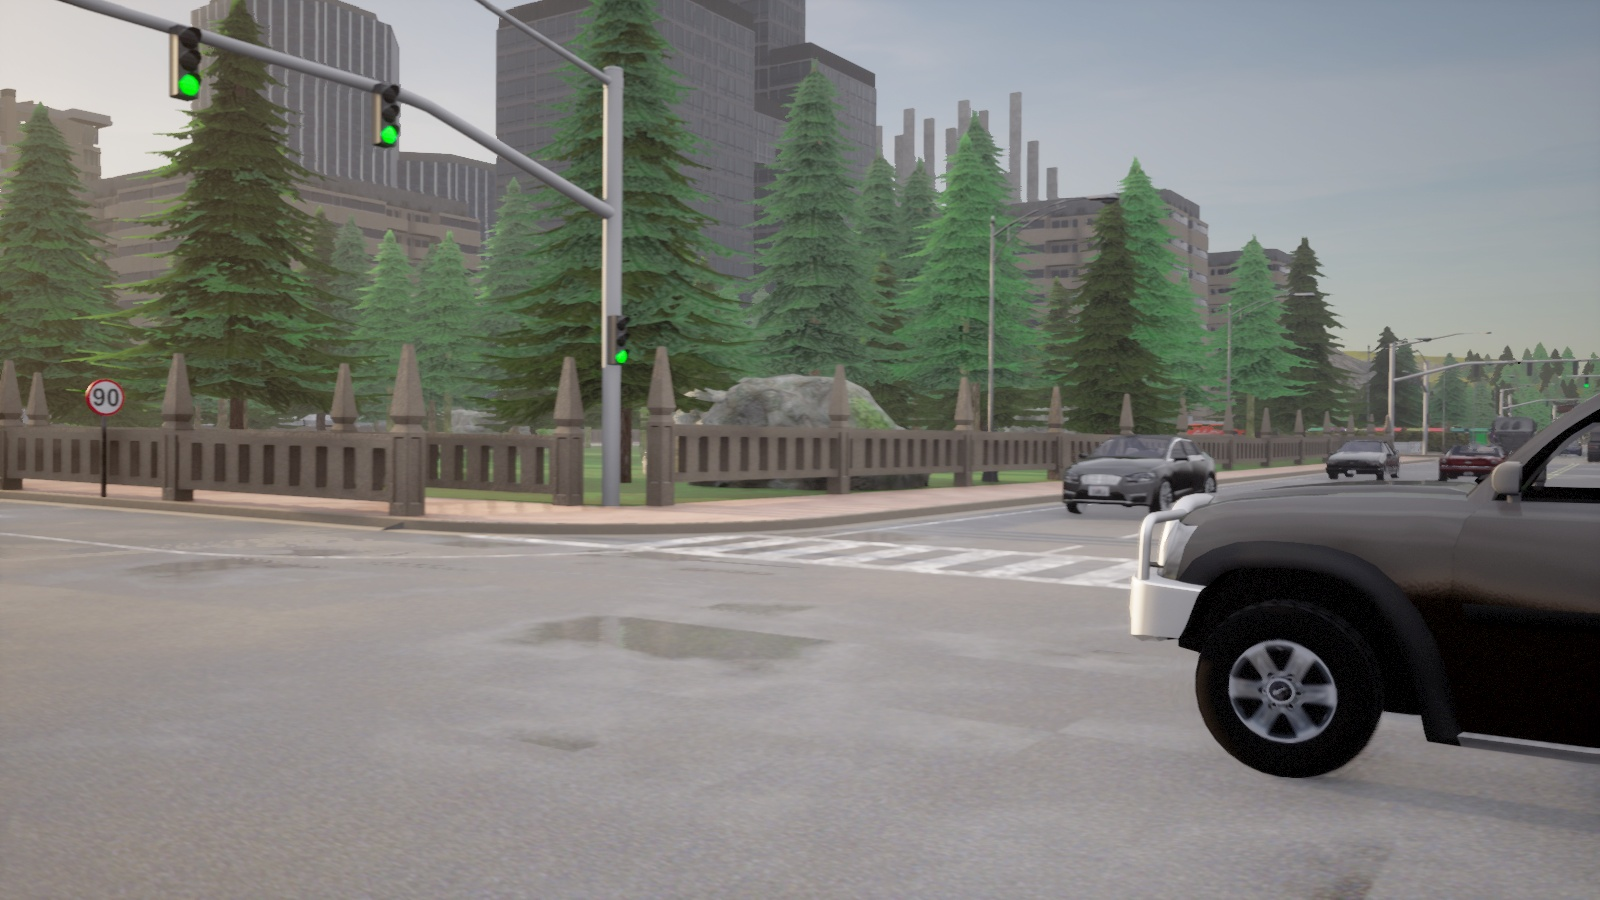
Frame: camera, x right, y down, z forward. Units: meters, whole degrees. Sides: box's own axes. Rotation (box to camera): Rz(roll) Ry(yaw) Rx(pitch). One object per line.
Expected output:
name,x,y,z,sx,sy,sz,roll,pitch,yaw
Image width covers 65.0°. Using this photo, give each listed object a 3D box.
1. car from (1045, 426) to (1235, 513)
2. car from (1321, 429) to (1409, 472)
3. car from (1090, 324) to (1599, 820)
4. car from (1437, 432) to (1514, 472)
car,6.700,0.295,24.326,2.128,1.511,4.902,0,1,33
car,20.316,-0.020,45.034,2.033,1.411,5.357,0,1,33
car,3.789,0.441,5.304,4.605,1.855,1.932,0,1,34
car,23.181,0.035,43.020,1.895,1.301,4.718,0,1,33
